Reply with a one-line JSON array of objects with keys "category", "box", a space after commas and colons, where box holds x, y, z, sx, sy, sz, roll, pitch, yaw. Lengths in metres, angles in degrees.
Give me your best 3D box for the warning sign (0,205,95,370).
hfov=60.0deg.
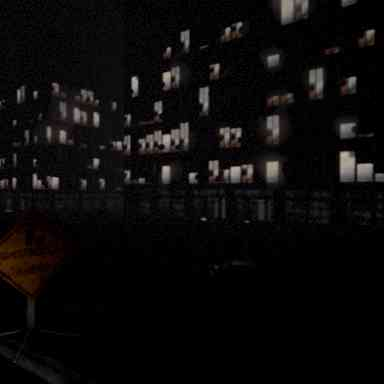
[{"category": "warning sign", "box": [-2.265, 1.144, 4.701, 1.060, 1.860, 1.300, 1, -1, 35]}]
